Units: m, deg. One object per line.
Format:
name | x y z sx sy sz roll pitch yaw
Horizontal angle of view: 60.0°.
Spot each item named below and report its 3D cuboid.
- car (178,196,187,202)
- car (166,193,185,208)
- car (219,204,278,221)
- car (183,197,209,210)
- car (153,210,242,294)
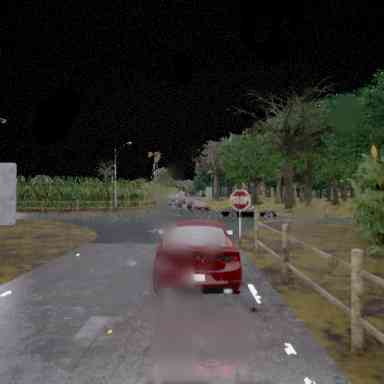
car | -2.171 1.583 75.412 1.812 1.442 4.674 0 0 1
car | -2.541 1.254 48.478 2.150 2.045 5.566 0 0 1
car | 4.652 1.652 27.602 4.718 1.301 1.895 1 -1 0
car | 0.657 1.590 41.591 1.994 1.385 4.181 0 0 -14
car | 0.122 1.482 8.842 1.882 1.535 5.008 0 0 0
